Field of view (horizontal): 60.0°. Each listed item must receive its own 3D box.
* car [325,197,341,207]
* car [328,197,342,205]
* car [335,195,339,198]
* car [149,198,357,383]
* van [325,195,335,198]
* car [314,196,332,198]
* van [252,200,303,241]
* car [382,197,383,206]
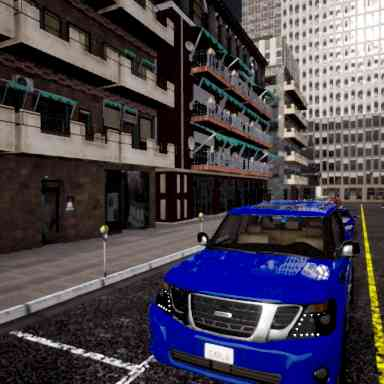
[{"bbox_3d":[22.022,1.547,51.858,1.947,1.339,4.313,-1,0,27],"label":"car"},{"bbox_3d":[24.520,1.524,56.813,1.887,1.381,4.507,-1,0,27],"label":"car"},{"bbox_3d":[19.522,1.299,46.904,2.192,1.841,5.009,-1,0,27],"label":"car"},{"bbox_3d":[1.526,1.220,5.696,2.150,2.045,5.566,0,0,27],"label":"car"},{"bbox_3d":[14.525,1.330,36.994,1.690,1.788,3.998,-1,0,27],"label":"van"},{"bbox_3d":[12.028,1.431,32.039,1.967,1.590,4.097,-1,0,27],"label":"car"},{"bbox_3d":[4.533,1.336,17.174,1.690,1.788,3.998,-1,0,27],"label":"van"},{"bbox_3d":[31.642,1.506,53.434,1.752,1.417,4.829,-1,0,27],"label":"car"}]
